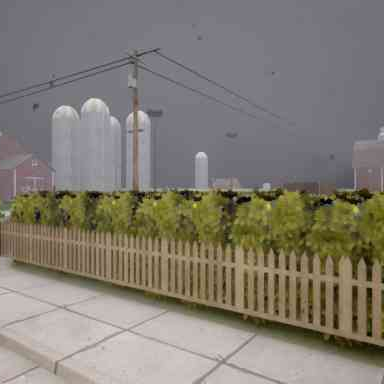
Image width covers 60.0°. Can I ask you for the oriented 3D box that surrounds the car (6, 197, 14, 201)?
[{"bbox_3d":[-28.878,1.505,53.768,4.193,1.474,1.816,0,0,35],"label":"car"}]
